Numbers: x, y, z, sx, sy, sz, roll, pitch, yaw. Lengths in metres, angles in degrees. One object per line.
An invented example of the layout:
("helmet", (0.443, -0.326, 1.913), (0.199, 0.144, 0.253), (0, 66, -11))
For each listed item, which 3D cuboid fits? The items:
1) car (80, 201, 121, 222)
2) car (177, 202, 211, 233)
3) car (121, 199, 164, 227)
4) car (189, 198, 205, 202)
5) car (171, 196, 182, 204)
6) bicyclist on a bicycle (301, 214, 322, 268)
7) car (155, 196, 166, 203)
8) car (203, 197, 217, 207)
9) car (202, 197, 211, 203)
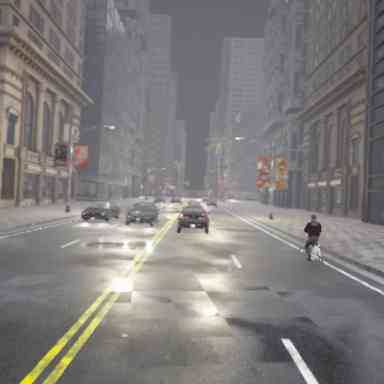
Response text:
("car", (-6.586, 1.382, 24.844), (2.033, 1.411, 5.357), (3, 0, 0))
("car", (0.081, 1.625, 20.808), (1.837, 1.490, 4.892), (3, 0, 0))
("car", (-3.348, 1.479, 23.109), (1.837, 1.490, 4.892), (3, 0, 0))
("car", (0.189, 1.757, 40.629), (1.994, 1.385, 4.181), (3, 0, 0))
("car", (-3.033, 1.554, 64.095), (1.882, 1.535, 5.008), (3, 0, 1))
("bicyclist on a bicycle", (4.075, 1.625, 11.447), (0.659, 1.776, 1.843), (3, 0, 0))
("car", (-6.258, 1.471, 66.120), (2.033, 1.411, 5.357), (3, 0, 0))
("car", (3.551, 1.927, 60.727), (2.033, 1.411, 5.357), (3, 0, 0))
("car", (3.578, 1.942, 82.703), (1.837, 1.490, 4.892), (3, 0, 0))
